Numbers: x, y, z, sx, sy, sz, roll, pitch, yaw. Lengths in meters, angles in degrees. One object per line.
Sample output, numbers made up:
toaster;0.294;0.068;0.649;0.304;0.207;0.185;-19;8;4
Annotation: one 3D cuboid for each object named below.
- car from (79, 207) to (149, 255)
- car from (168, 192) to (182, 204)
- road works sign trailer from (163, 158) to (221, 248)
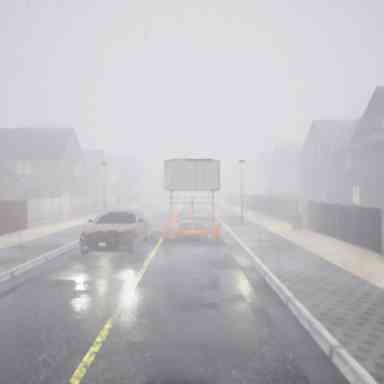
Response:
car;-2.845;1.383;13.065;1.882;1.535;5.008;0;0;0
car;-2.797;0.964;55.401;2.150;2.045;5.566;0;0;0
road works sign trailer;0.011;0.361;14.312;2.380;3.560;2.880;0;0;0
